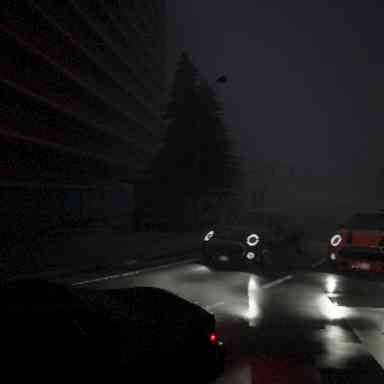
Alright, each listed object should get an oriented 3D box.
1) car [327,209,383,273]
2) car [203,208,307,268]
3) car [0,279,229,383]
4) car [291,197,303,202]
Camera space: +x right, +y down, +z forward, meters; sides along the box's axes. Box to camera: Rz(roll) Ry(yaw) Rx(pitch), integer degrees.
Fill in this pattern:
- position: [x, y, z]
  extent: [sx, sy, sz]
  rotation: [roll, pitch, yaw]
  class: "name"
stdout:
- position: [5.925, 1.399, 10.656]
  extent: [2.097, 1.767, 4.553]
  rotation: [0, -1, 37]
  class: "car"
- position: [2.343, 1.417, 11.762]
  extent: [2.097, 1.767, 4.553]
  rotation: [-1, 0, 38]
  class: "car"
- position: [-2.139, 1.574, 2.681]
  extent: [5.357, 1.411, 2.033]
  rotation: [0, 0, -37]
  class: "car"
- position: [26.892, 2.028, 86.688]
  extent: [1.895, 1.301, 4.718]
  rotation: [0, 0, 10]
  class: "car"
